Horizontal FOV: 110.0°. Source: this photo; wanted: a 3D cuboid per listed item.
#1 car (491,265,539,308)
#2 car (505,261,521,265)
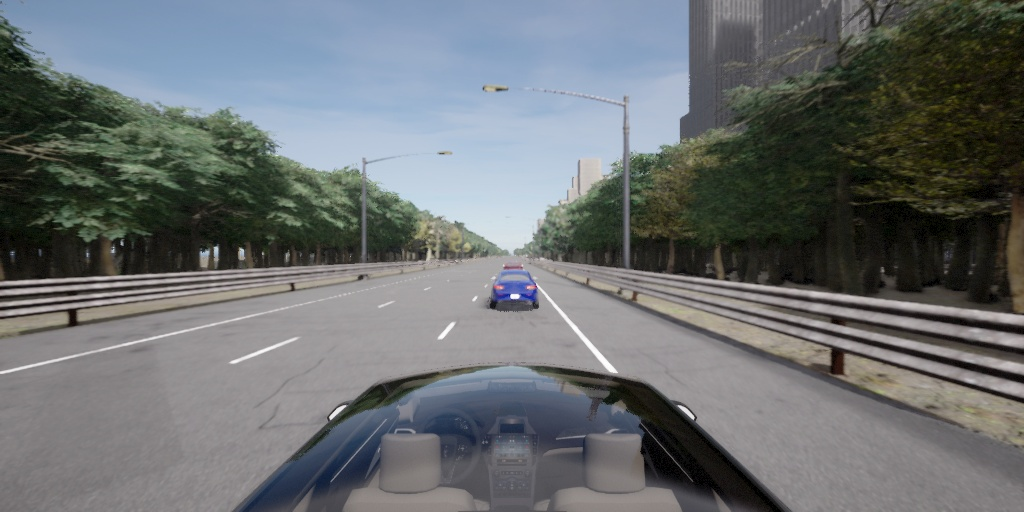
[{"bbox_3d":[0.105,1.293,15.133,1.812,1.442,4.674,0,0,0],"label":"car"},{"bbox_3d":[0.108,1.270,35.172,1.882,1.535,5.008,0,0,0],"label":"car"}]
